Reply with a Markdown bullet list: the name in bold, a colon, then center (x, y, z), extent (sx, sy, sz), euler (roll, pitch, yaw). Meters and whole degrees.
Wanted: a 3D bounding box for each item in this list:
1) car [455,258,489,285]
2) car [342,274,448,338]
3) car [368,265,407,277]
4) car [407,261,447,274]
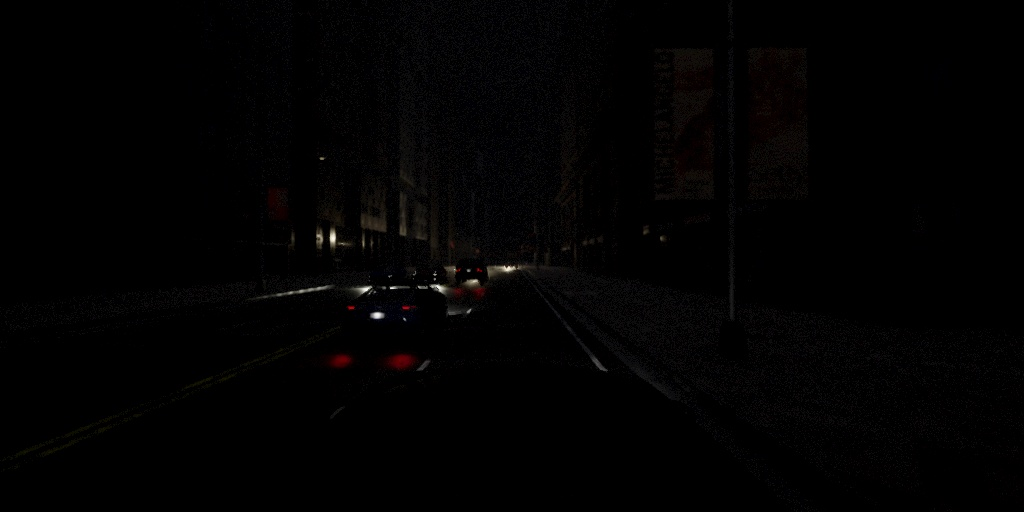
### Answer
- **car**: center (-3.153, 1.193, 28.793), extent (2.150, 2.045, 5.566), euler (0, 0, 0)
- **car**: center (-3.157, 1.384, 10.421), extent (1.994, 1.385, 4.181), euler (0, 0, 0)
- **car**: center (-9.850, 1.449, 28.779), extent (1.882, 1.535, 5.008), euler (0, -1, 0)
- **car**: center (-6.599, 1.326, 29.066), extent (2.097, 1.767, 4.553), euler (0, 0, 0)
